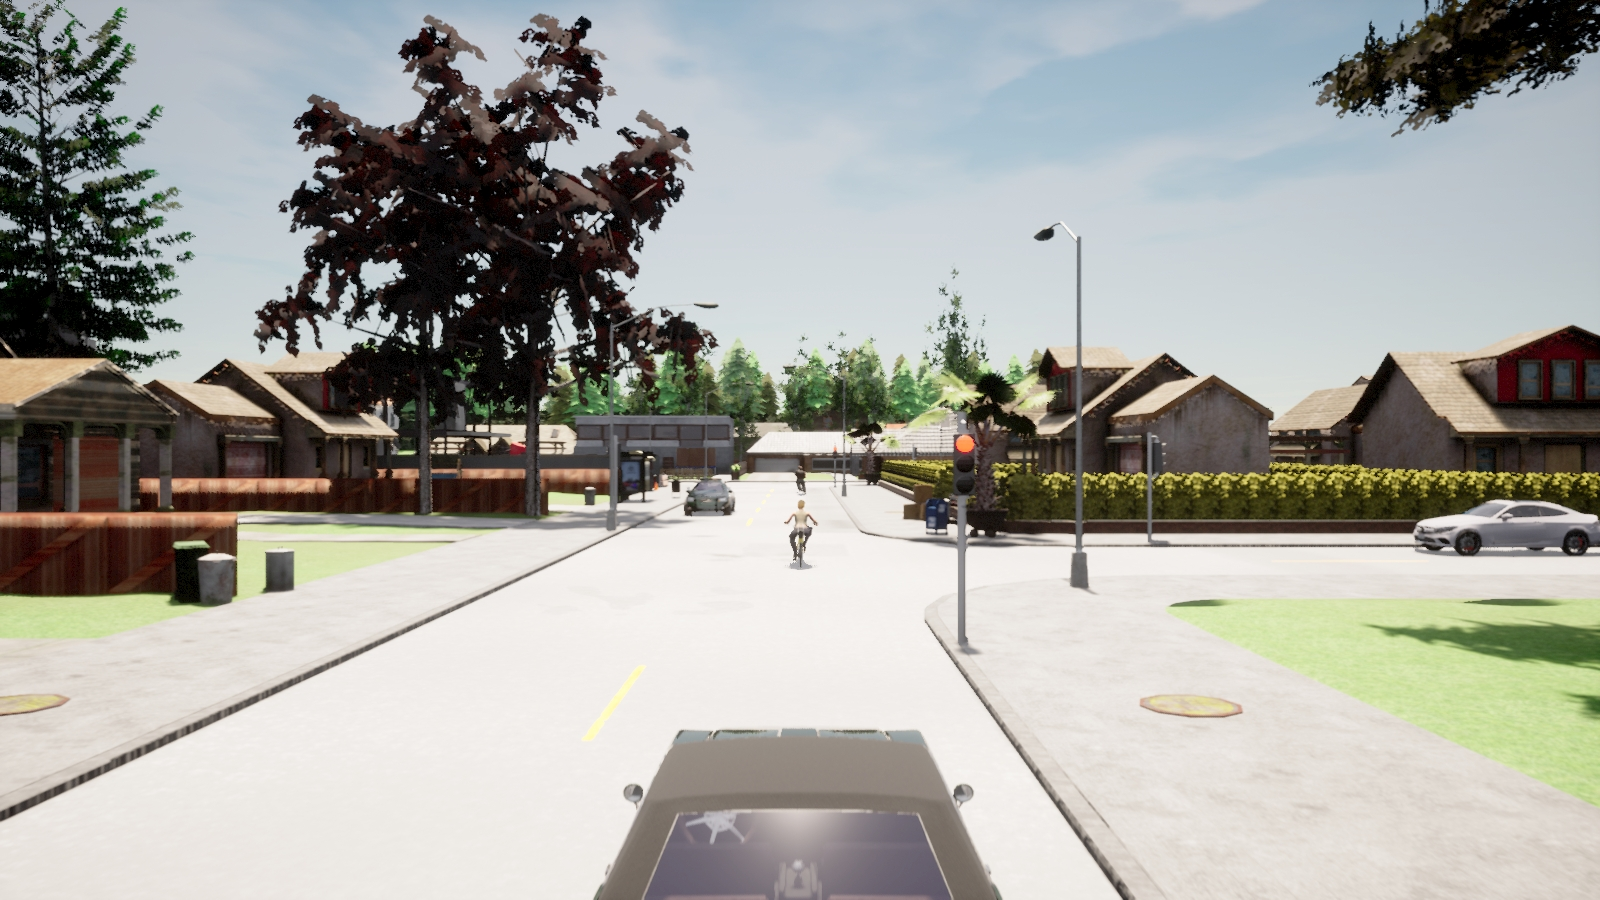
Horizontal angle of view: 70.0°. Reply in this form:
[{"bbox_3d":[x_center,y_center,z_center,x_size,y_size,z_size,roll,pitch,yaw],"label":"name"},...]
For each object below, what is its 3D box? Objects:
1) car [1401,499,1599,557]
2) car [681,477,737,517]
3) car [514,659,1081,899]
[{"bbox_3d":[19.167,2.081,30.972,4.674,1.442,2.002,0,0,0],"label":"car"},{"bbox_3d":[-3.941,2.038,50.307,2.038,1.542,4.974,0,0,0],"label":"car"},{"bbox_3d":[-0.008,2.155,5.878,1.895,1.301,4.718,0,0,0],"label":"car"}]
